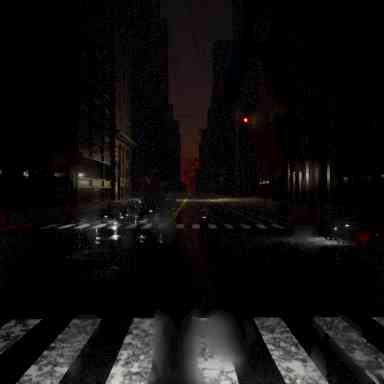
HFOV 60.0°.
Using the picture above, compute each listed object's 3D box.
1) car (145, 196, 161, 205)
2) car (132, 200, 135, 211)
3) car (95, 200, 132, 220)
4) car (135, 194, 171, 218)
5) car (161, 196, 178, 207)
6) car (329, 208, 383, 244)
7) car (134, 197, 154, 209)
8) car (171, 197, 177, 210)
[{"bbox_3d":[-6.588,1.495,57.115,2.033,1.411,5.357,0,0,0],"label":"car"},{"bbox_3d":[-6.618,1.575,37.052,1.895,1.301,4.718,0,0,0],"label":"car"},{"bbox_3d":[-6.632,1.584,27.936,1.895,1.301,4.718,0,0,1],"label":"car"},{"bbox_3d":[-3.364,1.203,29.983,2.150,2.045,5.566,0,0,0],"label":"car"},{"bbox_3d":[-3.358,1.450,50.499,2.128,1.511,4.902,0,0,0],"label":"car"},{"bbox_3d":[8.340,1.423,14.675,4.181,1.385,1.994,-1,0,0],"label":"car"},{"bbox_3d":[-6.615,1.456,46.460,2.128,1.511,4.902,0,0,0],"label":"car"},{"bbox_3d":[-3.367,1.463,40.077,2.128,1.511,4.902,0,0,0],"label":"car"}]
